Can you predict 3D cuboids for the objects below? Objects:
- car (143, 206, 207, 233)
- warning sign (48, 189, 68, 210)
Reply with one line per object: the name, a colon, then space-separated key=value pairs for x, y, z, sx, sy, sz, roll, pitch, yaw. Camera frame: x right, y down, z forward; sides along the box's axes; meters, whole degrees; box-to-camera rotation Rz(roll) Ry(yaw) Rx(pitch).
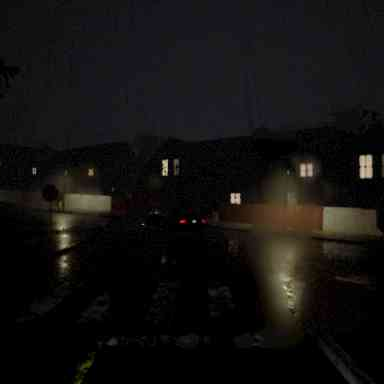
car: x=-1.142 y=1.538 z=19.651 sx=2.033 sy=1.411 sz=5.357 roll=2 pitch=0 yaw=-29
warning sign: x=-12.266 y=0.657 z=30.431 sx=1.060 sy=1.860 sz=1.300 roll=-1 pitch=1 yaw=32
